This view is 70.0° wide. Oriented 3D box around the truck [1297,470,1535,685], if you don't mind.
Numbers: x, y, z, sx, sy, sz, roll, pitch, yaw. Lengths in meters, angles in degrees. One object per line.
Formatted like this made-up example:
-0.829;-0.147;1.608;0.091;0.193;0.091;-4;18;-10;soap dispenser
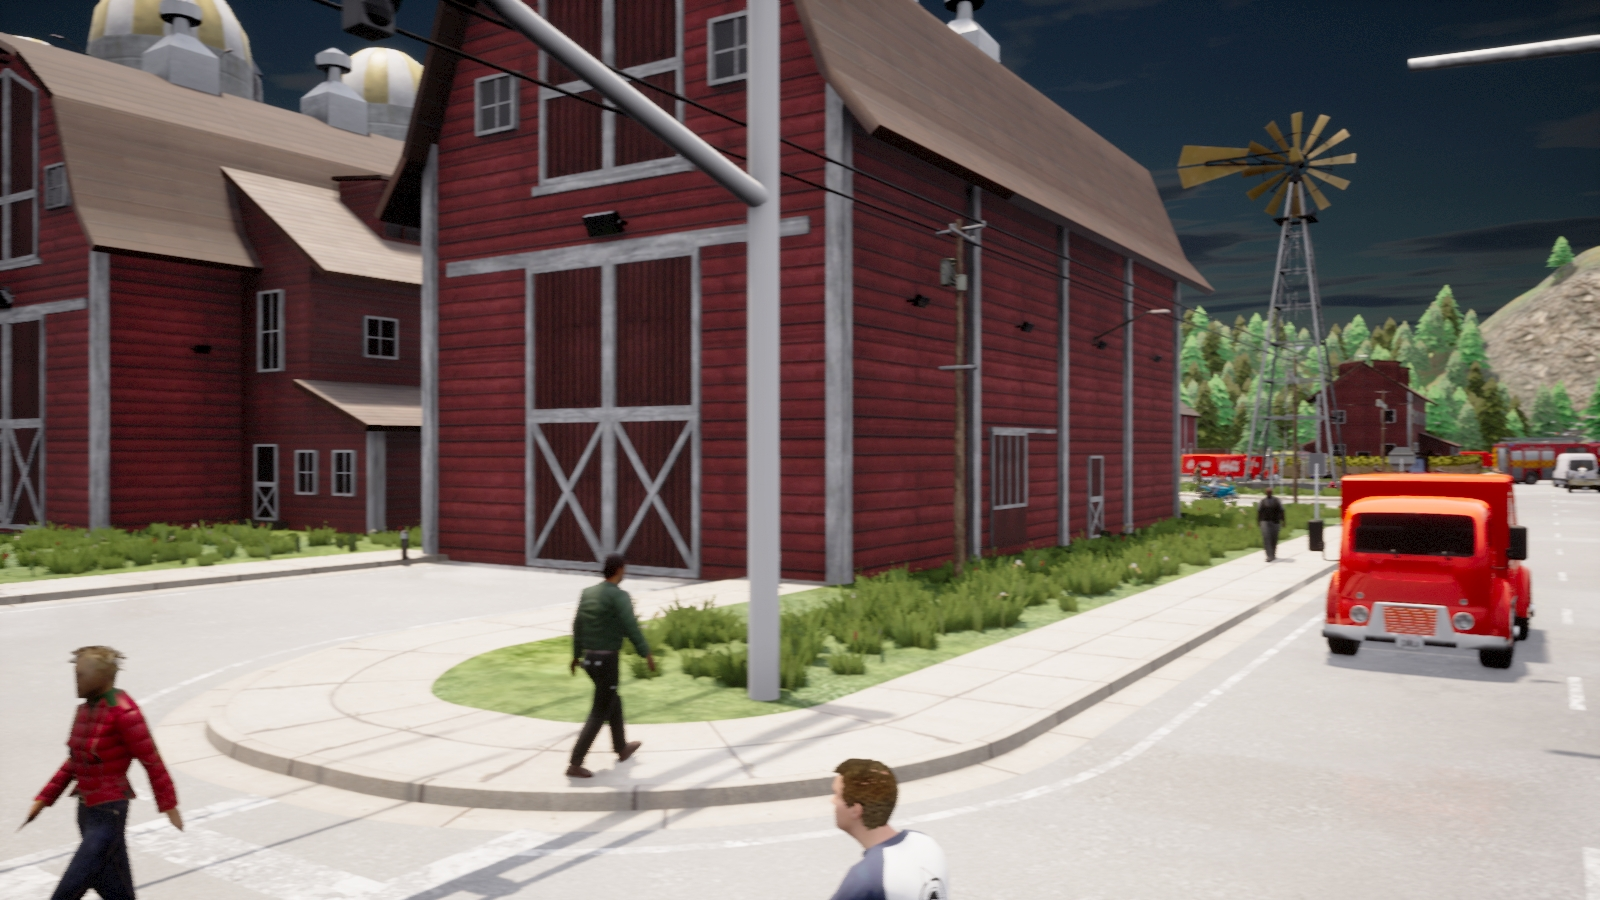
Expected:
9.047;1.570;16.503;2.627;2.467;5.204;0;0;33;truck

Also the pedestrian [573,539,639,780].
-1.578;1.675;9.279;0.375;1.860;0.375;0;0;40;pedestrian

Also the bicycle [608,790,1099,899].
0.117;2.039;3.759;1.643;1.496;0.373;0;0;32;bicycle

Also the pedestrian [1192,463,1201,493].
24.274;1.715;69.911;0.375;1.860;0.375;0;0;-36;pedestrian

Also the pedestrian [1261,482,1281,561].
11.252;1.702;27.287;0.375;1.860;0.375;0;0;32;pedestrian

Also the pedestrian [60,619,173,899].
-3.464;1.827;5.790;0.375;1.860;0.375;0;0;36;pedestrian
